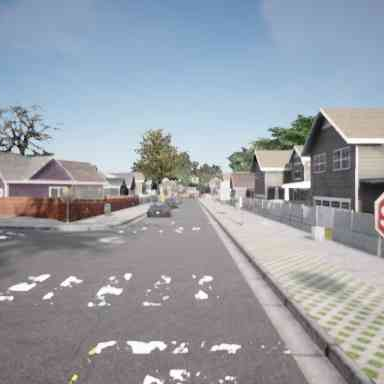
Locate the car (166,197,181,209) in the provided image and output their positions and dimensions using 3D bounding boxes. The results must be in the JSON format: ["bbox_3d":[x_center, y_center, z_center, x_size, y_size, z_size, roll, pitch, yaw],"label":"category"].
[{"bbox_3d":[-2.855,1.521,45.291,1.837,1.490,4.892,0,0,0],"label":"car"}]

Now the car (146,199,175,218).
[{"bbox_3d":[-2.857,1.558,29.652,1.994,1.385,4.181,0,0,0],"label":"car"}]
